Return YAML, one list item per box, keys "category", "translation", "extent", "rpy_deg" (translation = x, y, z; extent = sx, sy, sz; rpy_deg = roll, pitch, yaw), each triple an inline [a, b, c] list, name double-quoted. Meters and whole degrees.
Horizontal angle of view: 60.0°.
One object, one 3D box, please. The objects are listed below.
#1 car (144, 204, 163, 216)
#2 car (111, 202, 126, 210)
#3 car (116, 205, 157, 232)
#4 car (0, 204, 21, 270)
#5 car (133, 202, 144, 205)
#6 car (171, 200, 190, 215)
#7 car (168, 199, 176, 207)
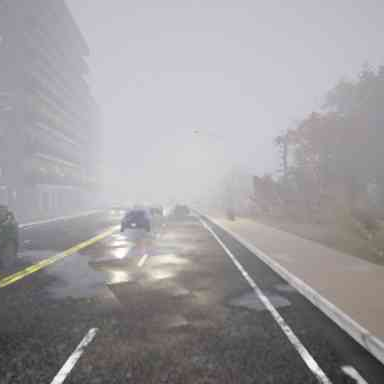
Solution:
- category: "car"
  translation: [-4.436, 2.155, 40.402]
  extent: [1.895, 1.301, 4.718]
  rpy_deg: [0, -1, -3]
- category: "car"
  translation: [-12.195, 2.370, 55.514]
  extent: [1.895, 1.301, 4.718]
  rpy_deg: [0, -1, -4]
- category: "car"
  translation: [-3.576, 1.835, 22.205]
  extent: [1.812, 1.442, 4.674]
  rpy_deg: [0, -1, -2]
- category: "car"
  translation: [-6.684, 1.356, 8.745]
  extent: [2.150, 2.045, 5.566]
  rpy_deg: [0, -1, -1]
- category: "car"
  translation: [-8.963, 2.367, 55.867]
  extent: [1.895, 1.301, 4.718]
  rpy_deg: [0, -1, -4]
- category: "car"
  translation: [-1.326, 2.140, 42.597]
  extent: [1.994, 1.385, 4.181]
  rpy_deg: [0, -1, -4]
- category: "car"
  translation: [-4.409, 2.354, 75.200]
  extent: [2.097, 1.767, 4.553]
  rpy_deg: [0, -1, -7]
